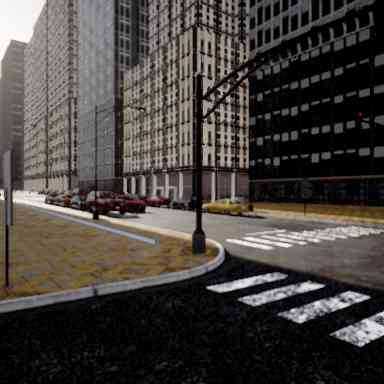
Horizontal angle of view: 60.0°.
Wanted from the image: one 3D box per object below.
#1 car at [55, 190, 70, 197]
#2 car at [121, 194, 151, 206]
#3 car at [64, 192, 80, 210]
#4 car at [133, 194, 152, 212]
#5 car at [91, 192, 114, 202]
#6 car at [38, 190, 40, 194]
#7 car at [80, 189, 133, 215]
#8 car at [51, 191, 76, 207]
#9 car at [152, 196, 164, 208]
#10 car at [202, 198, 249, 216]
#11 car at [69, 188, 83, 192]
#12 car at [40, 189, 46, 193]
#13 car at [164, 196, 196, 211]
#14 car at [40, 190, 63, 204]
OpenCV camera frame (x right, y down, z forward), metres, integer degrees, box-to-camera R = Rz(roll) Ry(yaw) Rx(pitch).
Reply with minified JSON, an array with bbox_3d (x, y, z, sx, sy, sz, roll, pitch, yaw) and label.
[{"bbox_3d":[-27.000,0.290,69.260,2.008,1.369,4.403,1,0,-36],"label":"car"},{"bbox_3d":[-7.140,0.933,42.012,1.947,1.339,4.313,1,0,-36],"label":"car"},{"bbox_3d":[-10.595,1.030,32.528,1.947,1.339,4.313,1,0,-36],"label":"car"},{"bbox_3d":[-5.969,1.026,30.725,1.882,1.535,5.008,0,1,-36],"label":"car"},{"bbox_3d":[-13.759,0.723,51.095,1.947,1.339,4.313,1,0,-36],"label":"car"},{"bbox_3d":[-36.927,-0.132,82.883,1.967,1.590,4.097,1,0,-36],"label":"car"},{"bbox_3d":[-7.279,0.884,27.986,2.192,1.841,5.009,1,0,-36],"label":"car"},{"bbox_3d":[-13.904,0.904,37.068,1.887,1.381,4.507,1,0,-36],"label":"car"},{"bbox_3d":[-3.829,1.054,37.471,1.802,1.307,4.206,1,0,-36],"label":"car"},{"bbox_3d":[2.761,1.205,28.580,1.752,1.417,4.829,1,0,-36],"label":"car"},{"bbox_3d":[-20.373,0.263,60.176,2.192,1.841,5.009,1,0,-36],"label":"car"},{"bbox_3d":[-33.618,-0.028,78.343,1.967,1.590,4.097,1,0,-36],"label":"car"},{"bbox_3d":[-0.519,1.143,32.930,1.947,1.339,4.313,1,0,-36],"label":"car"},{"bbox_3d":[-17.215,0.836,41.608,1.802,1.307,4.206,1,0,-36],"label":"car"}]
